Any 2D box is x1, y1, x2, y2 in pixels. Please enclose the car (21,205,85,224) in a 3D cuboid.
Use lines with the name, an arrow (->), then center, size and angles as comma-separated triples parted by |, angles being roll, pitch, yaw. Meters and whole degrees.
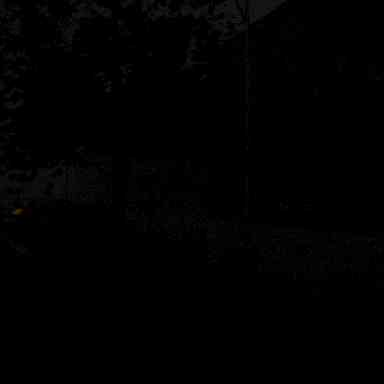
car -> -11.974, 1.875, 28.712 | 4.792, 1.488, 2.163 | 2, -1, -32

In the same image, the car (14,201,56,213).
car -> -20.144, 1.910, 42.757 | 4.792, 1.488, 2.163 | 2, -1, -28

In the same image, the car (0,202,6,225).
car -> -15.973, 1.744, 26.188 | 1.837, 1.490, 4.892 | 2, -1, -31

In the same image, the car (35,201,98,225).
car -> -7.475, 1.682, 21.822 | 4.553, 1.767, 2.185 | 2, -1, -33

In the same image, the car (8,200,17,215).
car -> -16.293, 1.860, 35.526 | 5.366, 1.575, 1.946 | 2, -1, -30

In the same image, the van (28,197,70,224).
van -> -9.088, 1.592, 24.063 | 4.442, 1.987, 1.878 | 2, -1, -33

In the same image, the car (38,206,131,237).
car -> -6.019, 1.791, 19.482 | 4.892, 1.521, 2.231 | 2, -1, -33

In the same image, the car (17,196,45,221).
car -> -10.455, 1.585, 26.448 | 5.566, 2.045, 2.435 | 2, -1, -32

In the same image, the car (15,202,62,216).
car -> -17.500, 1.914, 37.980 | 4.674, 1.452, 2.002 | 2, -1, -30

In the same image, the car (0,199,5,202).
car -> -22.907, 1.502, 37.979 | 2.150, 2.045, 5.566 | 2, -1, -29

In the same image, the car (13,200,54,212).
car -> -21.472, 1.882, 45.145 | 4.892, 1.521, 2.231 | 2, -1, -28

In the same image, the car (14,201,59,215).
car -> -18.874, 1.906, 40.341 | 4.792, 1.488, 2.163 | 2, -1, -29
